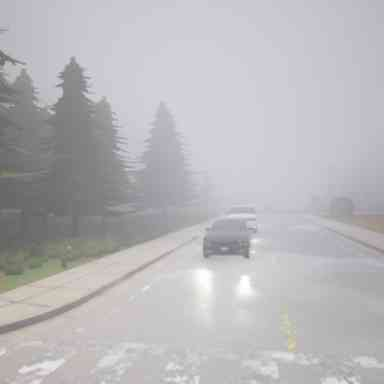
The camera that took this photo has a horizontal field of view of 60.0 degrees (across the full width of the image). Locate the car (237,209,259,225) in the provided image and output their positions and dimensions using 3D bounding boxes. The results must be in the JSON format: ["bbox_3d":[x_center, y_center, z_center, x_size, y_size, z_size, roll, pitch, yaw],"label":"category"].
[{"bbox_3d":[5.934,2.593,34.776,1.994,1.385,4.181,-2,-2,12],"label":"car"}]

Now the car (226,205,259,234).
[{"bbox_3d":[3.868,1.982,25.147,2.150,2.045,5.566,-2,-2,12],"label":"car"}]

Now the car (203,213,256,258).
[{"bbox_3d":[1.746,1.957,15.102,1.882,1.535,5.008,-2,-2,12],"label":"car"}]
